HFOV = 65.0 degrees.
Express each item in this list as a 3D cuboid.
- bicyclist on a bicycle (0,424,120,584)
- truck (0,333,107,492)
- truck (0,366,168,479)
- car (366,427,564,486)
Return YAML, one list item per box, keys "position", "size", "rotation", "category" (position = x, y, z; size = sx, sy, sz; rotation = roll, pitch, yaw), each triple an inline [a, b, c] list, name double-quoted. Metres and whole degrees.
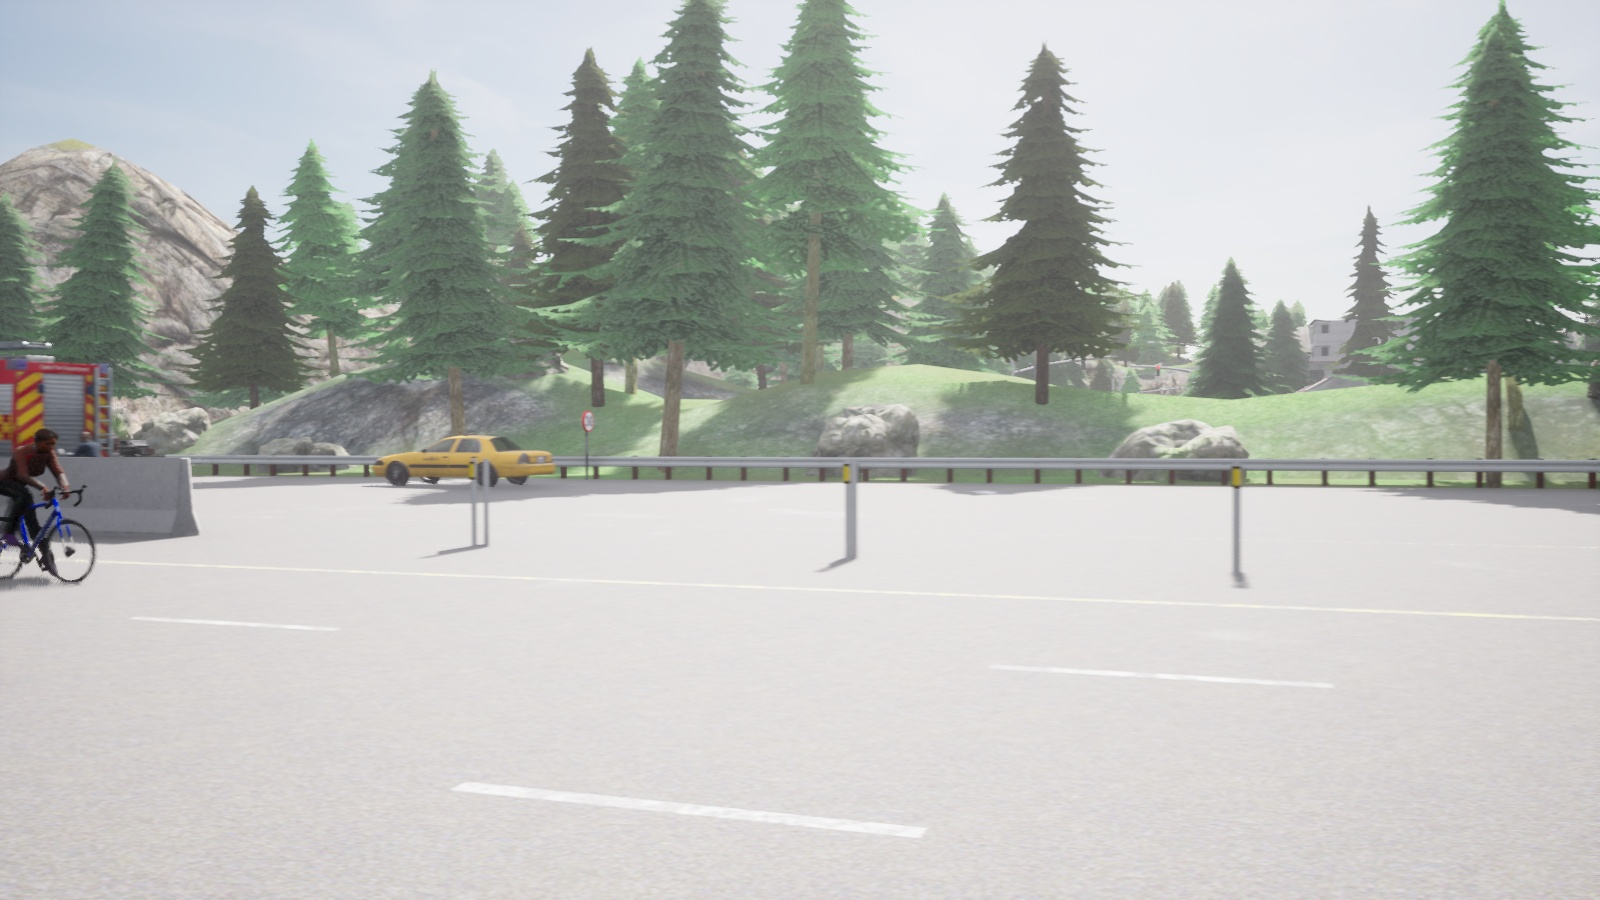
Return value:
- position: [-8.082, 0.536, 13.298]
  size: [1.656, 1.620, 0.582]
  rotation: [1, 1, 19]
  category: "bicyclist on a bicycle"
- position: [-22.678, -0.951, 32.962]
  size: [8.468, 3.827, 2.891]
  rotation: [1, 1, 19]
  category: "truck"
- position: [-24.963, -0.908, 41.118]
  size: [7.936, 3.462, 2.891]
  rotation: [1, 1, 19]
  category: "truck"
- position: [-9.587, 0.154, 35.959]
  size: [5.366, 1.575, 1.801]
  rotation: [1, 1, 19]
  category: "car"
